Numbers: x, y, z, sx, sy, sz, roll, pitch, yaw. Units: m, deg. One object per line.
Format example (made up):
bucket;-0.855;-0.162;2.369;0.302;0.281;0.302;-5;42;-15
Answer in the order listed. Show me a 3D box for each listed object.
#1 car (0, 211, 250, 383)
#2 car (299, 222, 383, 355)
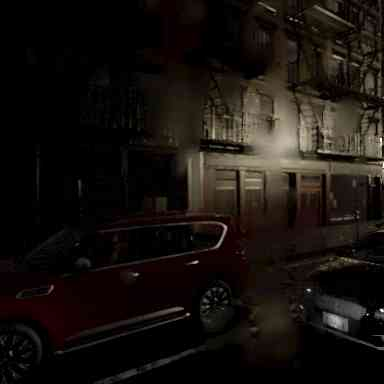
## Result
car;-1.282;1.299;5.283;5.009;1.841;2.192;-1;0;-36
car;3.901;1.440;5.856;4.902;1.511;2.128;-1;0;-35
